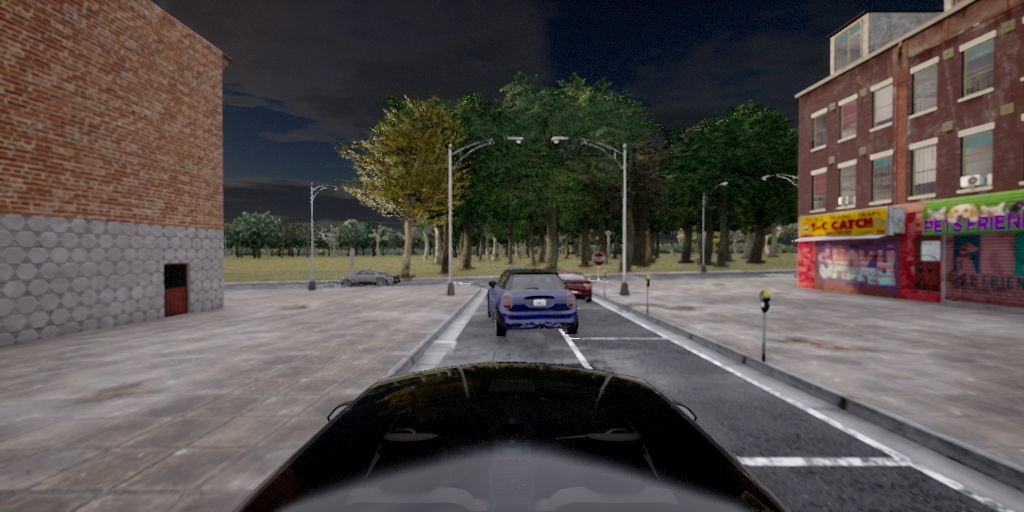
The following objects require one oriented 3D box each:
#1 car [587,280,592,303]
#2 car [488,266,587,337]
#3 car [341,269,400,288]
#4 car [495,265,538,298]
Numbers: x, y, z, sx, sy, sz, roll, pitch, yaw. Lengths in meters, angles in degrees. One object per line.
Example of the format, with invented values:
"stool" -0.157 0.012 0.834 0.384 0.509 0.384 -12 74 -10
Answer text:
"car" 2.638 1.386 17.149 1.888 1.381 4.507 0 0 0
"car" 0.409 1.154 10.733 2.097 1.767 4.553 0 0 -7
"car" -10.851 1.716 27.594 4.181 1.385 1.994 -1 1 0
"car" 0.398 1.351 20.417 2.128 1.511 4.902 0 0 4
